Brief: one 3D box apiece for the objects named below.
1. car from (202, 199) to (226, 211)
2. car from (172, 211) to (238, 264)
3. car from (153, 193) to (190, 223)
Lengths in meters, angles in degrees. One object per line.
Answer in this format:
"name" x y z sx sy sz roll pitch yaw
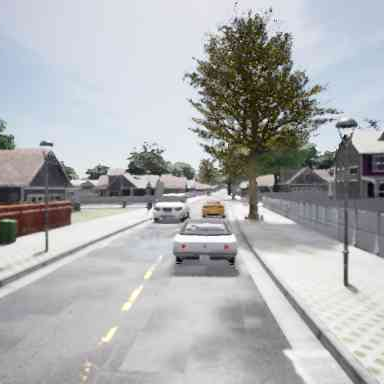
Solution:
"car" 1.907 1.375 28.916 1.882 1.535 5.008 0 0 6
"car" 0.487 1.563 11.628 1.895 1.301 4.718 0 0 3
"car" -1.423 1.131 25.256 2.150 2.045 5.566 0 0 6
